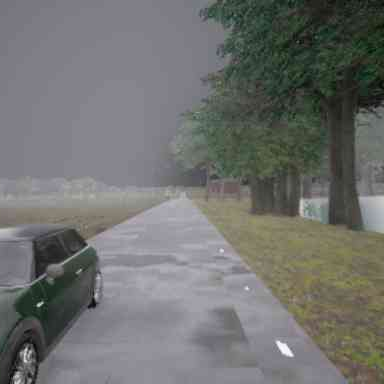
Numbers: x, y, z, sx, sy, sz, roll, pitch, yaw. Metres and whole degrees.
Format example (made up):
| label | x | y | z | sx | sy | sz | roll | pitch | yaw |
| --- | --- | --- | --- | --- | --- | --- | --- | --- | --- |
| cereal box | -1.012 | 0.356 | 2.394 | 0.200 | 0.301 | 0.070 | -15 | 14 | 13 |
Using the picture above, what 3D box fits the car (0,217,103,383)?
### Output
| label | x | y | z | sx | sy | sz | roll | pitch | yaw |
| --- | --- | --- | --- | --- | --- | --- | --- | --- | --- |
| car | -2.824 | 1.363 | 4.864 | 2.097 | 1.767 | 4.553 | 0 | 0 | -1 |
